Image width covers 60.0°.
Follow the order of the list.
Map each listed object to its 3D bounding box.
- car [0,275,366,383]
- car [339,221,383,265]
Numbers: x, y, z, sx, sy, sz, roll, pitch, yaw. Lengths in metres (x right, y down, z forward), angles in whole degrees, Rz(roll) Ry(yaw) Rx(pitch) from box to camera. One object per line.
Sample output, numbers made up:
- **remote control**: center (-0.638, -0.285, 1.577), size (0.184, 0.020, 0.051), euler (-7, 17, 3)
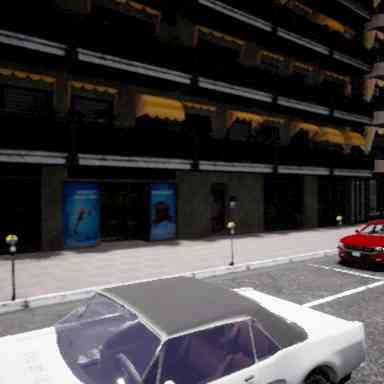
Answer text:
- **car**: center (-0.494, 1.616, 3.022), size (4.718, 1.301, 1.895), euler (1, 0, -36)
- **car**: center (6.846, 1.677, 11.477), size (4.507, 1.381, 1.887), euler (1, -1, -36)
